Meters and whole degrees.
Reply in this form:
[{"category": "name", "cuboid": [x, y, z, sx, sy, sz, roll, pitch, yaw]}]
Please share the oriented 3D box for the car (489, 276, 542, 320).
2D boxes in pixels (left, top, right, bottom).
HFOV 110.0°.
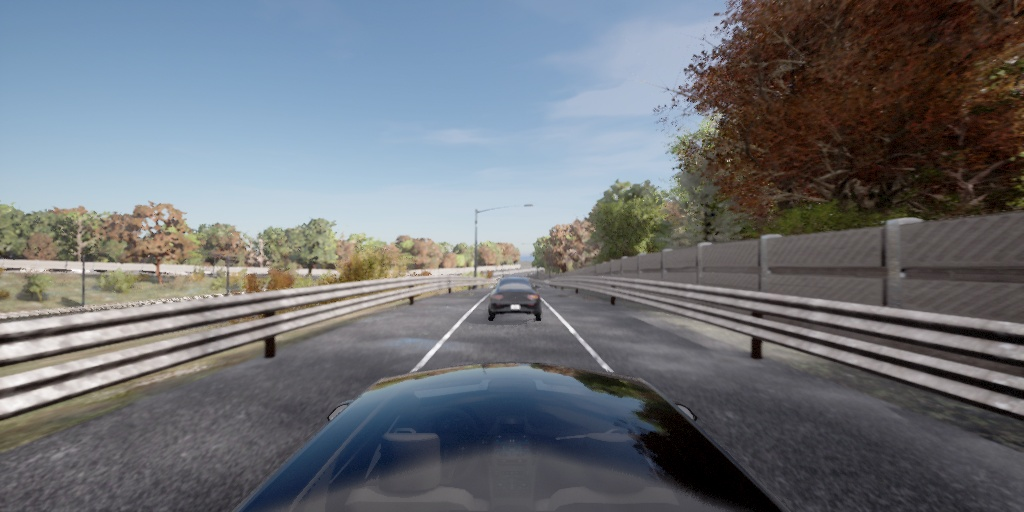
[{"category": "car", "cuboid": [0.111, 1.554, 13.786, 1.812, 1.442, 4.674, 0, -2, 0]}]
